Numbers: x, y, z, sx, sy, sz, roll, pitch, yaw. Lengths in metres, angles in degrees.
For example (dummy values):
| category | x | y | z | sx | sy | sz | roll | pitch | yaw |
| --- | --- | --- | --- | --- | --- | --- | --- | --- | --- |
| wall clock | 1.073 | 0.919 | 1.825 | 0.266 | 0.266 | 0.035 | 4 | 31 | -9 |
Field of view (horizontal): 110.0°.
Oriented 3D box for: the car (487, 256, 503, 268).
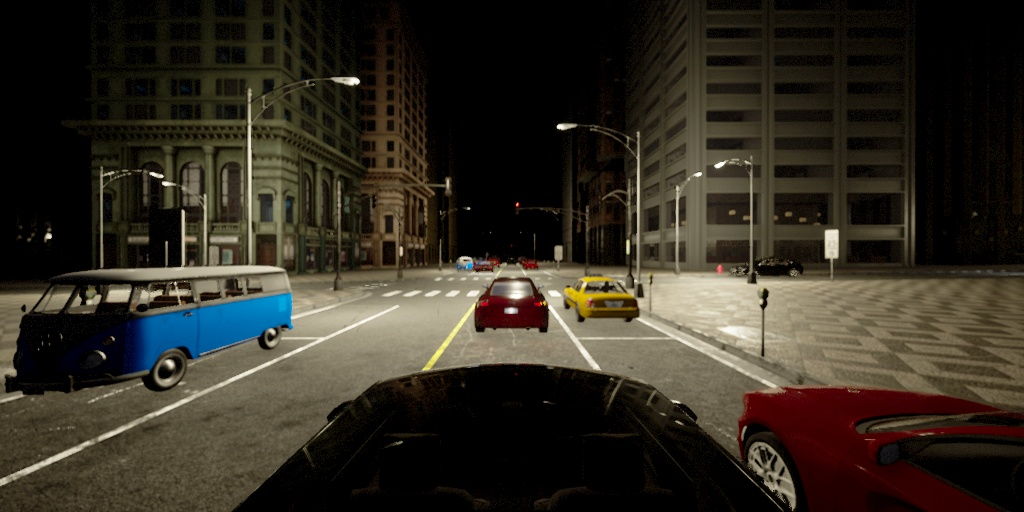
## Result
| category | x | y | z | sx | sy | sz | roll | pitch | yaw |
| --- | --- | --- | --- | --- | --- | --- | --- | --- | --- |
| car | -3.132 | 0.949 | 58.779 | 2.150 | 2.045 | 5.566 | 0 | 0 | 0 |

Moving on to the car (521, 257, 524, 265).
| category | x | y | z | sx | sy | sz | roll | pitch | yaw |
| --- | --- | --- | --- | --- | --- | --- | --- | --- | --- |
| car | 2.724 | 1.269 | 55.445 | 1.888 | 1.381 | 4.507 | 0 | 0 | 0 |

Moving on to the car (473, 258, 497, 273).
| category | x | y | z | sx | sy | sz | roll | pitch | yaw |
| --- | --- | --- | --- | --- | --- | --- | --- | --- | --- |
| car | -3.132 | 1.289 | 42.135 | 1.994 | 1.385 | 4.181 | 0 | 0 | 0 |

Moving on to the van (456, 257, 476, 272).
| category | x | y | z | sx | sy | sz | roll | pitch | yaw |
| --- | --- | --- | --- | --- | --- | --- | --- | --- | --- |
| van | -5.819 | 1.066 | 44.404 | 1.690 | 1.789 | 3.998 | 0 | 0 | 0 |

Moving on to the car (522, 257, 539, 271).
| category | x | y | z | sx | sy | sz | roll | pitch | yaw |
| --- | --- | --- | --- | --- | --- | --- | --- | --- | --- |
| car | 2.731 | 1.269 | 49.920 | 1.888 | 1.381 | 4.507 | 0 | 0 | 0 |

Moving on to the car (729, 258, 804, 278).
| category | x | y | z | sx | sy | sz | roll | pitch | yaw |
| --- | --- | --- | --- | --- | --- | --- | --- | --- | --- |
| car | 18.859 | 0.885 | 26.682 | 4.892 | 1.490 | 1.837 | -1 | 0 | 0 |

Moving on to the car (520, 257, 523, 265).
| category | x | y | z | sx | sy | sz | roll | pitch | yaw |
| --- | --- | --- | --- | --- | --- | --- | --- | --- | --- |
| car | 2.717 | 1.269 | 60.970 | 1.888 | 1.381 | 4.507 | 0 | 0 | 0 |

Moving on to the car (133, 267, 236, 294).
| category | x | y | z | sx | sy | sz | roll | pitch | yaw |
| --- | --- | --- | --- | --- | --- | --- | --- | --- | --- |
| car | -21.399 | 1.559 | 23.589 | 5.008 | 1.535 | 1.882 | -1 | 0 | 0 |

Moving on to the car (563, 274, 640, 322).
| category | x | y | z | sx | sy | sz | roll | pitch | yaw |
| --- | --- | --- | --- | --- | --- | --- | --- | --- | --- |
| car | 2.760 | 1.267 | 11.997 | 1.751 | 1.417 | 4.829 | 0 | 0 | 0 |

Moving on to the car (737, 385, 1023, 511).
| category | x | y | z | sx | sy | sz | roll | pitch | yaw |
| --- | --- | --- | --- | --- | --- | --- | --- | --- | --- |
| car | 2.766 | 1.295 | 1.247 | 1.888 | 1.381 | 4.507 | 0 | 0 | 0 |

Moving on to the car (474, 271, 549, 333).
| category | x | y | z | sx | sy | sz | roll | pitch | yaw |
| --- | --- | --- | --- | --- | --- | --- | --- | --- | --- |
| car | 0.026 | 1.306 | 10.764 | 1.994 | 1.385 | 4.181 | 0 | 0 | 1 |

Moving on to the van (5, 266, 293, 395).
| category | x | y | z | sx | sy | sz | roll | pitch | yaw |
| --- | --- | --- | --- | --- | --- | --- | --- | --- | --- |
| van | -5.765 | 1.086 | 6.420 | 1.690 | 1.789 | 3.998 | 0 | 0 | 0 |
